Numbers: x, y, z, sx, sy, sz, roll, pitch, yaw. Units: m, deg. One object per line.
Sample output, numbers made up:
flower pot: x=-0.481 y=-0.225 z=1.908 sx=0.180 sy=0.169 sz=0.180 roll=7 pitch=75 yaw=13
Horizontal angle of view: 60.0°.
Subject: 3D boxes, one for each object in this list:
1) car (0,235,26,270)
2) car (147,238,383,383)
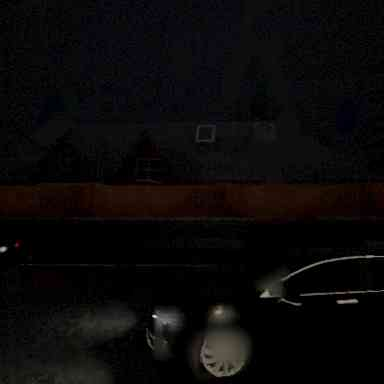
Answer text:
car: x=-7.166 y=1.475 z=8.419 sx=5.357 sy=1.411 sz=2.033 roll=0 pitch=1 yaw=4
car: x=1.828 y=1.454 z=4.679 sx=4.892 sy=1.490 sz=1.837 roll=0 pitch=1 yaw=0
